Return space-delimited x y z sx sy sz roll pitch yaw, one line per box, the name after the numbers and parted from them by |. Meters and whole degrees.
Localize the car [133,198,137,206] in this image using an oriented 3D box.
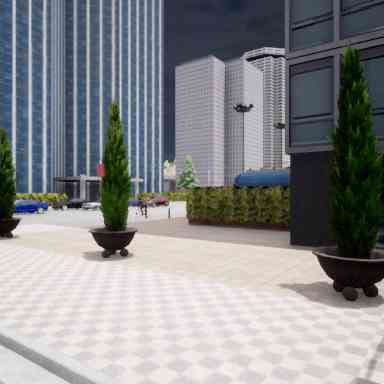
-9.287 1.547 50.511 2.033 1.411 5.357 0 0 35 | car

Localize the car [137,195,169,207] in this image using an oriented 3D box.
-5.490 1.352 49.816 2.097 1.767 4.553 0 0 35 | car

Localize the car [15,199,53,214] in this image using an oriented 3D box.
-17.048 1.478 33.383 1.882 1.535 5.008 0 0 35 | car

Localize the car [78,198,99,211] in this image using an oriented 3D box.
-11.338 1.601 41.516 1.895 1.301 4.718 0 0 35 | car

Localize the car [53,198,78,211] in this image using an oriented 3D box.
-15.215 1.478 42.086 1.882 1.535 5.008 0 0 35 | car

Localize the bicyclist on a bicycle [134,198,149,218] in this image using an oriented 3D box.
-4.075 1.301 26.657 1.656 1.620 0.582 0 0 35 | bicyclist on a bicycle
